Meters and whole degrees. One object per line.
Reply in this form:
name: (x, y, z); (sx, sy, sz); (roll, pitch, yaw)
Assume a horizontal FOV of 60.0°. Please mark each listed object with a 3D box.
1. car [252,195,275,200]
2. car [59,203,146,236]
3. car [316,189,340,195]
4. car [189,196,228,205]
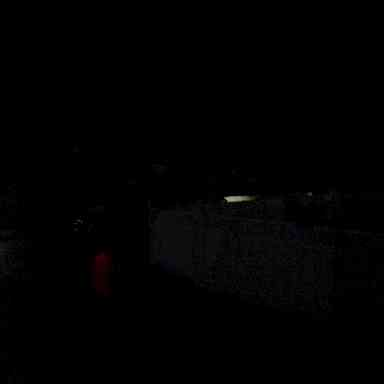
car: (7.412, 1.121, 34.464); (1.882, 1.535, 5.008); (-2, -1, 37)
car: (-4.693, 1.371, 17.978); (1.882, 1.535, 5.008); (-2, -1, 36)
car: (18.099, 0.603, 44.086); (2.150, 2.045, 5.566); (-2, -1, 36)
car: (1.227, 1.121, 26.058); (2.097, 1.767, 4.553); (-2, -1, 34)
